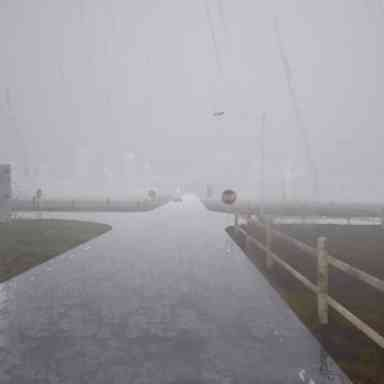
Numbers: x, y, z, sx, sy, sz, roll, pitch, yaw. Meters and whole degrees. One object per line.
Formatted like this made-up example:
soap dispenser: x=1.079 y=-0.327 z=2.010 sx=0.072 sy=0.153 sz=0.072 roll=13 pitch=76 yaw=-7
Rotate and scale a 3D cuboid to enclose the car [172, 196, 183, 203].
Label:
car: x=-2.722 y=1.388 z=62.617 sx=1.895 sy=1.301 sz=4.718 roll=0 pitch=0 yaw=0
